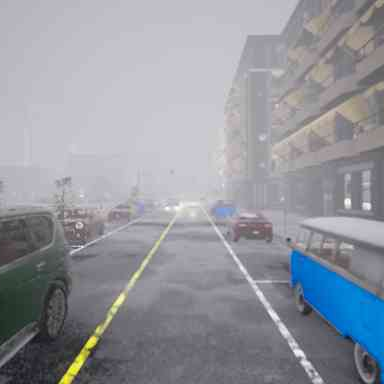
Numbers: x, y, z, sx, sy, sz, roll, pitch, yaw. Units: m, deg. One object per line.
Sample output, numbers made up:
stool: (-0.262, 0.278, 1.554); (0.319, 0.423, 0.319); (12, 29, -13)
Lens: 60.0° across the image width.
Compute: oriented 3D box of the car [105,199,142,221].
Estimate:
car: (-5.653, 1.596, 27.537); (1.887, 1.381, 4.507); (1, 0, 0)

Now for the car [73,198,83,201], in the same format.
car: (-25.216, 1.835, 70.505); (4.313, 1.339, 1.947); (0, -1, 1)

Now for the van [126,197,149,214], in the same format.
van: (-5.652, 1.400, 33.183); (1.690, 1.788, 3.998); (1, 0, 0)

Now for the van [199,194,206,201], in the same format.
van: (2.683, 1.437, 88.222); (1.690, 1.788, 3.998); (1, 0, 0)

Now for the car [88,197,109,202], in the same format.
car: (-19.734, 1.794, 70.431); (4.403, 1.369, 2.008); (0, -1, 1)

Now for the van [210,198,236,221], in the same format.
van: (2.697, 1.392, 27.572); (1.690, 1.788, 3.998); (1, 0, 0)

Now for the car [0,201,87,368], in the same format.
car: (-3.100, 1.230, 3.513); (2.150, 2.045, 5.566); (0, 0, 0)

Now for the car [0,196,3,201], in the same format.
car: (-42.930, 1.667, 70.701); (5.009, 1.841, 2.192); (0, -1, 1)

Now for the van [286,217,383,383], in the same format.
van: (2.702, 1.352, 4.987); (1.690, 1.788, 3.998); (1, 0, 0)

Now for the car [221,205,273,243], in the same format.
car: (2.697, 1.578, 16.281); (1.887, 1.381, 4.507); (1, 0, 0)

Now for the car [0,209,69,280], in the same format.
car: (-5.654, 1.463, 10.600); (1.967, 1.590, 4.097); (1, 0, 0)

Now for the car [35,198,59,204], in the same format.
car: (-30.695, 1.877, 70.578); (4.206, 1.307, 1.802); (0, -1, 1)

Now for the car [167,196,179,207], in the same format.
car: (-3.014, 1.683, 53.552); (1.895, 1.301, 4.718); (0, 0, 0)

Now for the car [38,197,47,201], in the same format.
car: (-26.392, 1.580, 61.883); (4.097, 1.590, 1.967); (0, -1, 1)

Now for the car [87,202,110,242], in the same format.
car: (-5.650, 1.473, 16.246); (1.967, 1.590, 4.097); (1, 0, 0)

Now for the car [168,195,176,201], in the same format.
car: (-5.701, 1.642, 93.765); (1.887, 1.381, 4.507); (1, 0, 0)

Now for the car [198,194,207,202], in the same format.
car: (2.682, 1.646, 82.642); (2.008, 1.369, 4.403); (1, 0, 0)

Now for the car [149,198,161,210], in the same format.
car: (-5.656, 1.512, 44.475); (1.967, 1.590, 4.097); (1, 0, 0)

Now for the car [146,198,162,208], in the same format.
car: (-5.659, 1.623, 50.120); (1.887, 1.381, 4.507); (1, 0, 0)
